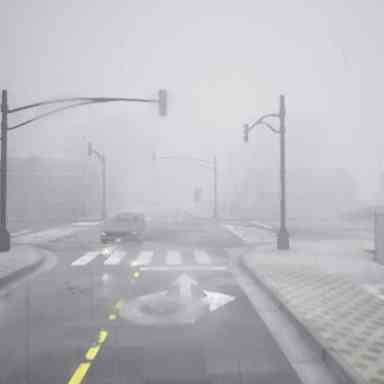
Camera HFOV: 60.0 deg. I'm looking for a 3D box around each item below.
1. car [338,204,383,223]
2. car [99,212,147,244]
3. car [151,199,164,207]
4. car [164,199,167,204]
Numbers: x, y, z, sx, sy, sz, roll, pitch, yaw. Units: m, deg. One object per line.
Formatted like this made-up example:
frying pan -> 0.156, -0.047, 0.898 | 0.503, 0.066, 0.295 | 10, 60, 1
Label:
car -> 14.961, 1.796, 28.227 | 4.892, 1.490, 1.837 | 0, -1, -3
car -> -3.361, 1.770, 17.237 | 2.033, 1.411, 5.357 | 0, -1, -3
car -> -7.200, 2.387, 66.761 | 1.895, 1.301, 4.718 | 0, -1, -5
car -> -7.790, 2.560, 89.414 | 2.128, 1.511, 4.902 | 0, -1, 1
